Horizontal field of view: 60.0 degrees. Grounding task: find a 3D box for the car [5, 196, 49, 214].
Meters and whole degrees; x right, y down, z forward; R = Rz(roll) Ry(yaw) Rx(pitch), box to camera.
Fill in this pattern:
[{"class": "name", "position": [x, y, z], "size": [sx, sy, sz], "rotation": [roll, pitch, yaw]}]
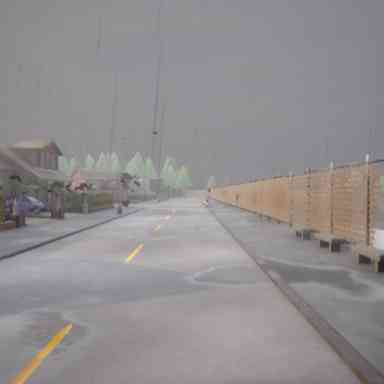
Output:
[{"class": "car", "position": [-14.562, 1.132, 29.381], "size": [3.633, 1.501, 1.845], "rotation": [0, 0, -3]}]
